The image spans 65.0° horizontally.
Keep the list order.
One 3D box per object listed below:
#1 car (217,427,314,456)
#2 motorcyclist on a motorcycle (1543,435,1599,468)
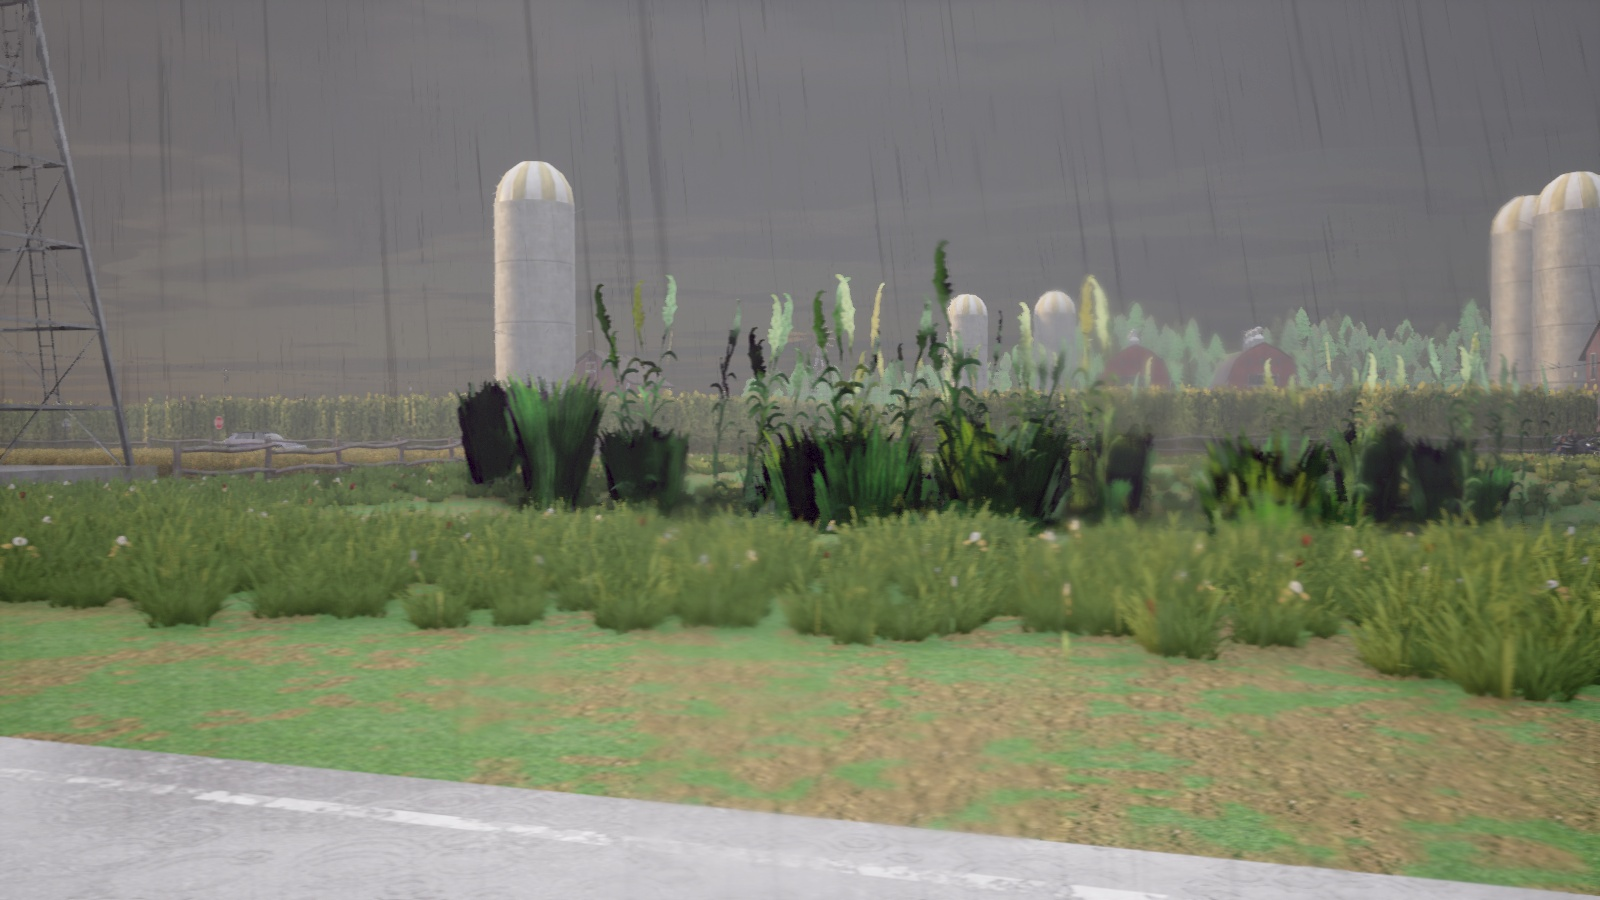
[{"bbox_3d":[-30.536,-0.507,71.774,4.856,1.649,2.033,0,1,13],"label":"car"},{"bbox_3d":[36.633,0.045,59.603,2.191,1.530,0.866,0,1,11],"label":"motorcyclist on a motorcycle"}]
